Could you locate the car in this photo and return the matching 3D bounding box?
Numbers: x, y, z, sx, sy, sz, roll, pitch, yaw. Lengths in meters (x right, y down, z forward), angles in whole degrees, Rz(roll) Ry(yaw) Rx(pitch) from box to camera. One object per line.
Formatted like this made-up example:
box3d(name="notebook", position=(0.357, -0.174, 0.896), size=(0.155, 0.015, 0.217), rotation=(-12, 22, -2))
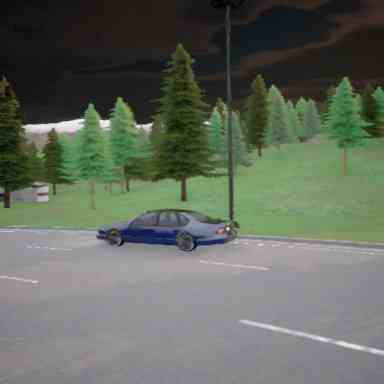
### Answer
box3d(name="car", position=(-1.043, 1.352, 12.615), size=(5.357, 1.411, 2.033), rotation=(-1, 1, 24))
